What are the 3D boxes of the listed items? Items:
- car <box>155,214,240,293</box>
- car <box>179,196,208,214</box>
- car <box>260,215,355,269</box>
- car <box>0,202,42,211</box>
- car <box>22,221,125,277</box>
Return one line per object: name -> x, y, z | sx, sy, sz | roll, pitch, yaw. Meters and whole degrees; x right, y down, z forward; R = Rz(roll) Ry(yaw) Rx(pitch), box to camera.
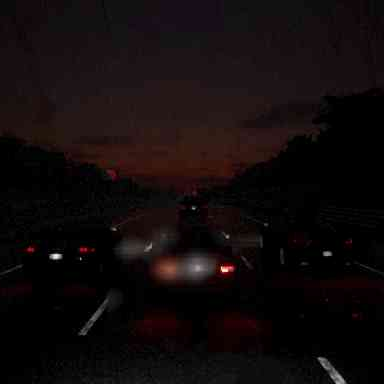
car -> 0.109, 1.563, 8.992 | 2.033, 1.411, 5.357 | 0, 0, 0
car -> 0.128, 1.340, 27.625 | 2.150, 2.045, 5.566 | 0, 0, 0
car -> 3.610, 1.502, 11.309 | 1.882, 1.535, 5.008 | 0, 0, 0
car -> -14.071, 1.645, 27.784 | 1.812, 1.442, 4.674 | 0, 0, 0
car -> -3.389, 1.584, 10.283 | 1.994, 1.385, 4.181 | 0, 0, 0
